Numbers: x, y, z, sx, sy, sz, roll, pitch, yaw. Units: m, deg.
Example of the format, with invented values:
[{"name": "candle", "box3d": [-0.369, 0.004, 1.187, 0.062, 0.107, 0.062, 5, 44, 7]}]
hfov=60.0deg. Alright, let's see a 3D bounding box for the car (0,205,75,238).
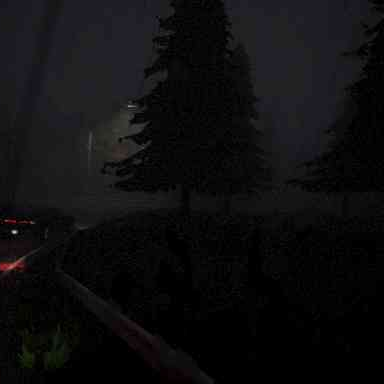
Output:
[{"name": "car", "box3d": [-7.393, 1.407, 16.484, 1.837, 1.490, 4.892, 4, 1, 2]}]
